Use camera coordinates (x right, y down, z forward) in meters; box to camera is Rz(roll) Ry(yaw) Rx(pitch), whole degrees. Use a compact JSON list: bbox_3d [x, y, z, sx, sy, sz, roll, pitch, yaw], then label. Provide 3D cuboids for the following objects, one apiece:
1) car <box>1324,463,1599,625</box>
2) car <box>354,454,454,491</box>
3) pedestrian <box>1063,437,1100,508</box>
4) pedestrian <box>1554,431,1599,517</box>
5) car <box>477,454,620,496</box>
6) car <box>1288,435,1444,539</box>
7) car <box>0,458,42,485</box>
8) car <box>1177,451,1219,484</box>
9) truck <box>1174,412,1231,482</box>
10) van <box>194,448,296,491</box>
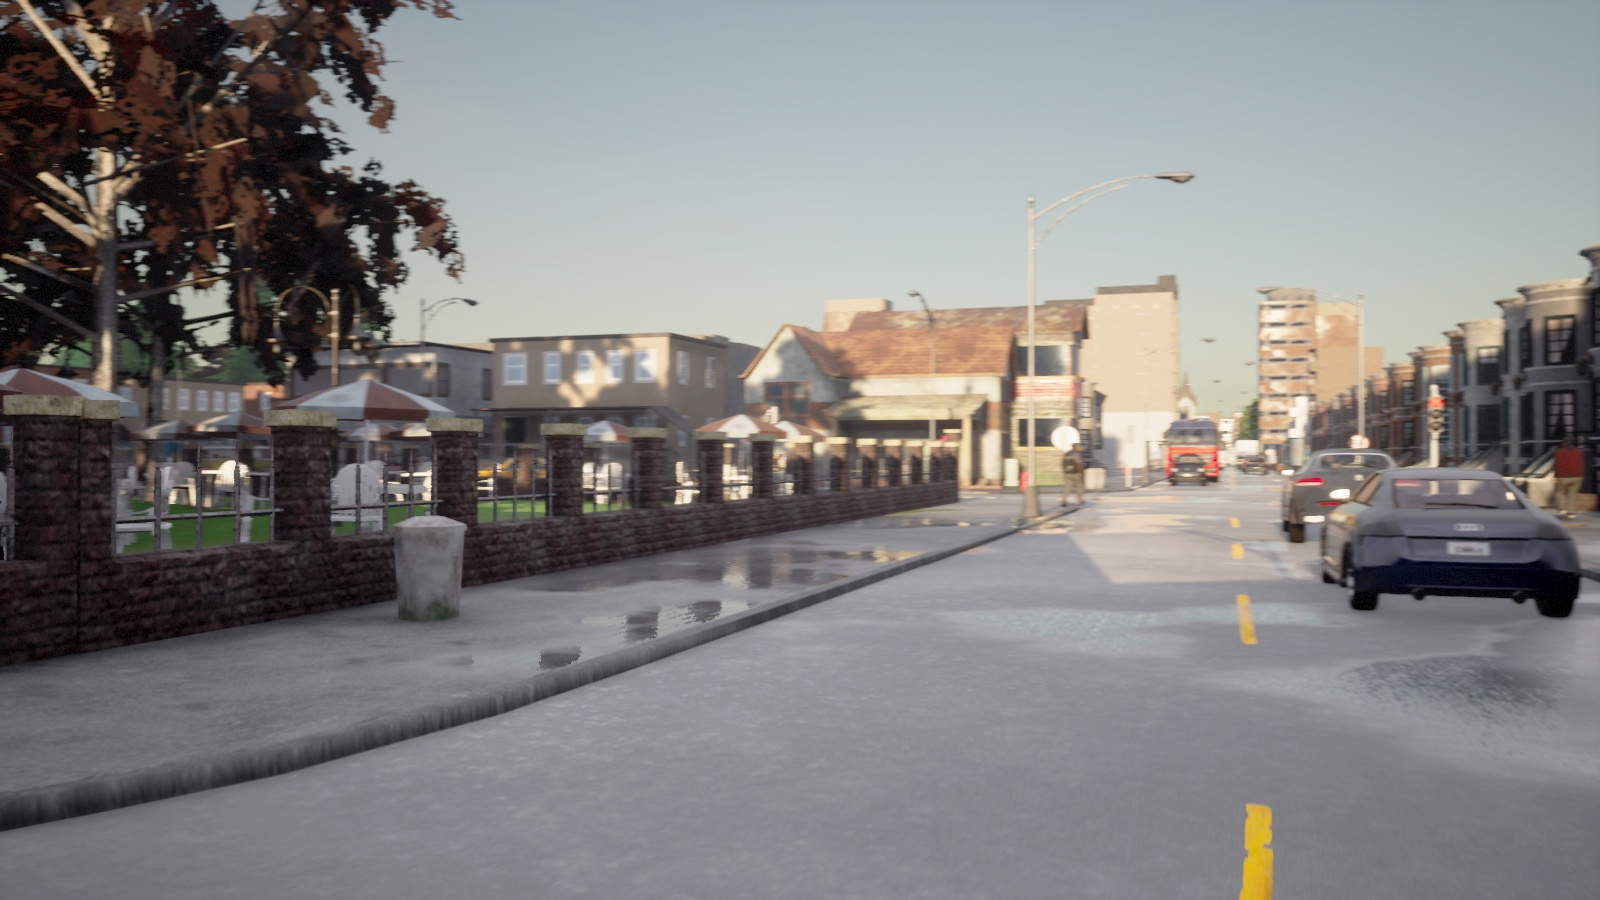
[{"bbox_3d":[6.746,0.847,13.206,1.994,1.385,4.181,0,0,19],"label":"car"},{"bbox_3d":[-17.853,0.993,56.613,3.988,1.617,1.851,0,0,19],"label":"car"},{"bbox_3d":[7.644,0.603,34.098,0.849,1.883,0.563,0,0,-39],"label":"pedestrian"},{"bbox_3d":[17.128,0.523,27.636,0.634,1.844,0.899,0,0,10],"label":"pedestrian"},{"bbox_3d":[-9.931,0.968,49.591,5.366,1.575,1.801,0,0,19],"label":"car"},{"bbox_3d":[10.049,0.596,22.672,2.152,1.651,5.027,0,0,20],"label":"car"},{"bbox_3d":[-46.436,1.231,72.262,2.007,1.525,4.514,0,0,21],"label":"car"},{"bbox_3d":[20.181,0.879,63.595,1.851,1.617,3.988,0,0,19],"label":"car"},{"bbox_3d":[23.605,-0.149,73.358,2.891,3.827,8.468,0,0,19],"label":"truck"},{"bbox_3d":[-26.337,0.896,59.590,4.442,1.987,1.775,0,0,20],"label":"van"}]
